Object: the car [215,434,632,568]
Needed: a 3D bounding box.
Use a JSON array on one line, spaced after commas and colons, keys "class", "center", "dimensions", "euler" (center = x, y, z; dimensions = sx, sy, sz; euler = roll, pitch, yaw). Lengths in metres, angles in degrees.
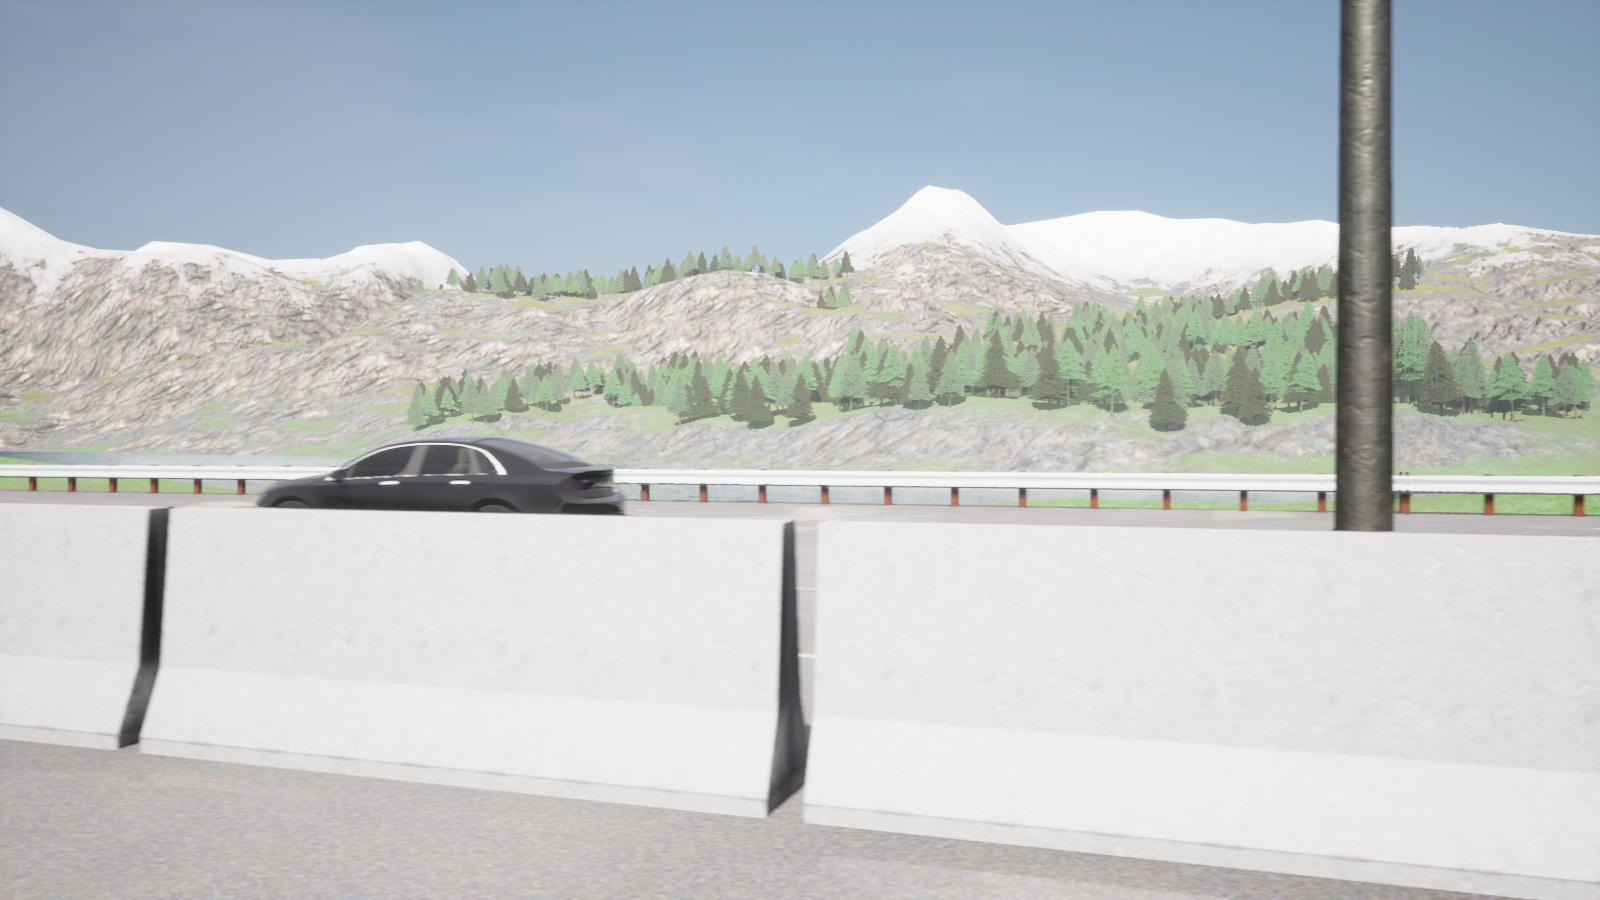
[{"class": "car", "center": [-4.746, 0.557, 15.878], "dimensions": [4.892, 1.490, 1.837], "euler": [1, 1, 19]}]
